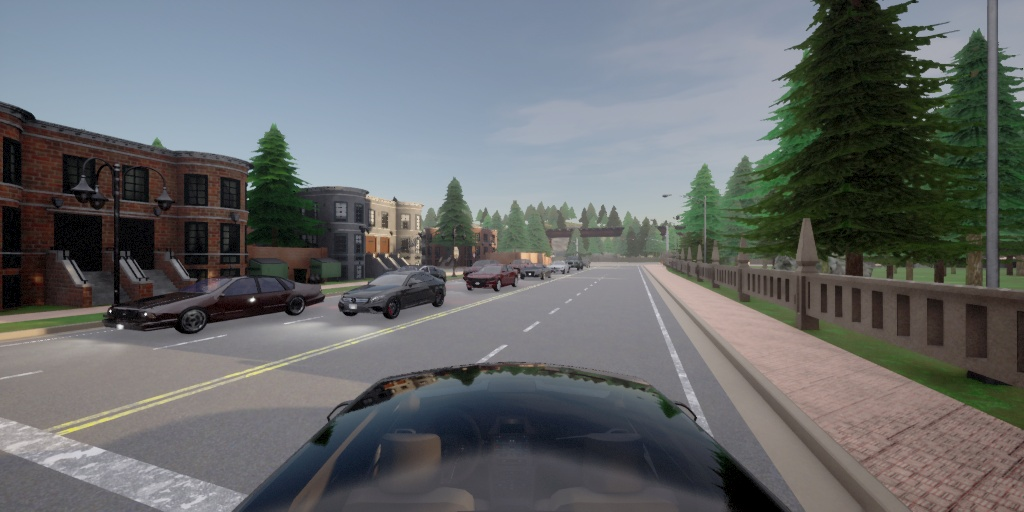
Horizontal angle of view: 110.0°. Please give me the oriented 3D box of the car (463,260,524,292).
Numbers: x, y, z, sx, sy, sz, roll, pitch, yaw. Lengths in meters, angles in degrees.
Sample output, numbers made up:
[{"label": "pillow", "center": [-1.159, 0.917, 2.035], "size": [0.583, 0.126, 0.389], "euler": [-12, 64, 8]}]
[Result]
[{"label": "car", "center": [-1.081, 1.228, 21.932], "size": [1.882, 1.535, 5.008], "euler": [0, 0, 19]}]

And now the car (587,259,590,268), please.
[{"label": "car", "center": [12.215, 1.255, 61.012], "size": [1.837, 1.490, 4.892], "euler": [0, 0, 19]}]

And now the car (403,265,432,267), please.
[{"label": "car", "center": [-5.430, 1.242, 20.028], "size": [2.128, 1.511, 4.902], "euler": [0, 0, 18]}]

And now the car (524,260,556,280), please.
[{"label": "car", "center": [2.147, 1.314, 31.414], "size": [1.994, 1.385, 4.181], "euler": [0, 0, 20]}]

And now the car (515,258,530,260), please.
[{"label": "car", "center": [0.949, 1.102, 38.802], "size": [2.097, 1.767, 4.553], "euler": [0, 0, 19]}]

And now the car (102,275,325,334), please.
[{"label": "car", "center": [-8.475, 1.297, 11.052], "size": [2.033, 1.411, 5.357], "euler": [0, 0, 19]}]

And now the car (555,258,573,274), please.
[{"label": "car", "center": [5.382, 1.276, 40.966], "size": [1.812, 1.442, 4.674], "euler": [0, 0, 19]}]

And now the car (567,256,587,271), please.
[{"label": "car", "center": [8.742, 0.972, 50.841], "size": [2.150, 2.045, 5.566], "euler": [0, 0, 19]}]

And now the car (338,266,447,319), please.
[{"label": "car", "center": [-4.081, 1.276, 13.099], "size": [1.812, 1.442, 4.674], "euler": [0, 0, 19]}]
